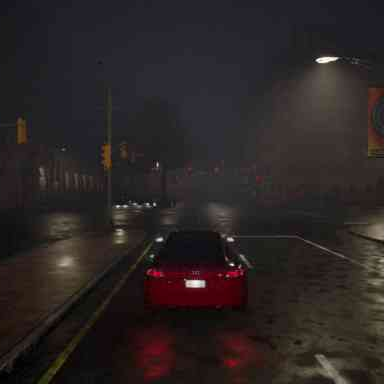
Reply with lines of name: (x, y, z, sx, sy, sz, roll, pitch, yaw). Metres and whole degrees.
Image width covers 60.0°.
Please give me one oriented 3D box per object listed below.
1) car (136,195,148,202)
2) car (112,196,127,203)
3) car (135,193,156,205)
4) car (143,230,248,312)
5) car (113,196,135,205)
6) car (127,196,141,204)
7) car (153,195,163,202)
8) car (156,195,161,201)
car: (-11.531, 1.478, 76.649, 1.882, 1.535, 5.008, 0, 0, 0)
car: (-14.776, 1.595, 67.893, 1.895, 1.301, 4.718, 0, 0, 0)
car: (-8.103, 1.221, 58.651, 2.150, 2.045, 5.566, 0, 0, 0)
car: (0.072, 1.564, 7.787, 1.994, 1.385, 4.181, 0, 0, 0)
car: (-11.605, 1.564, 56.937, 1.994, 1.385, 4.181, 0, 0, 0)
car: (-11.553, 1.564, 66.231, 1.994, 1.385, 4.181, 0, 0, 0)
car: (-8.031, 1.500, 78.654, 1.837, 1.490, 4.892, 0, 0, 0)
car: (-8.032, 1.601, 68.450, 1.895, 1.301, 4.718, 0, 0, 0)
